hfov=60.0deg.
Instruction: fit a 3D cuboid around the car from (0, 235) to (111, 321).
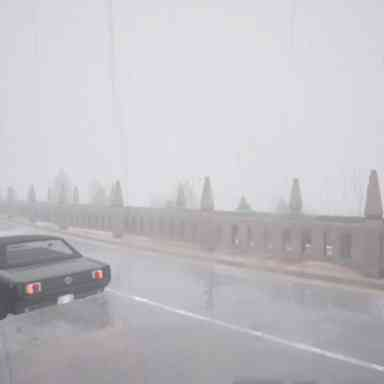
[{"bbox_3d":[-3.914,1.614,7.373,4.718,1.301,1.895,0,0,41],"label":"car"}]
